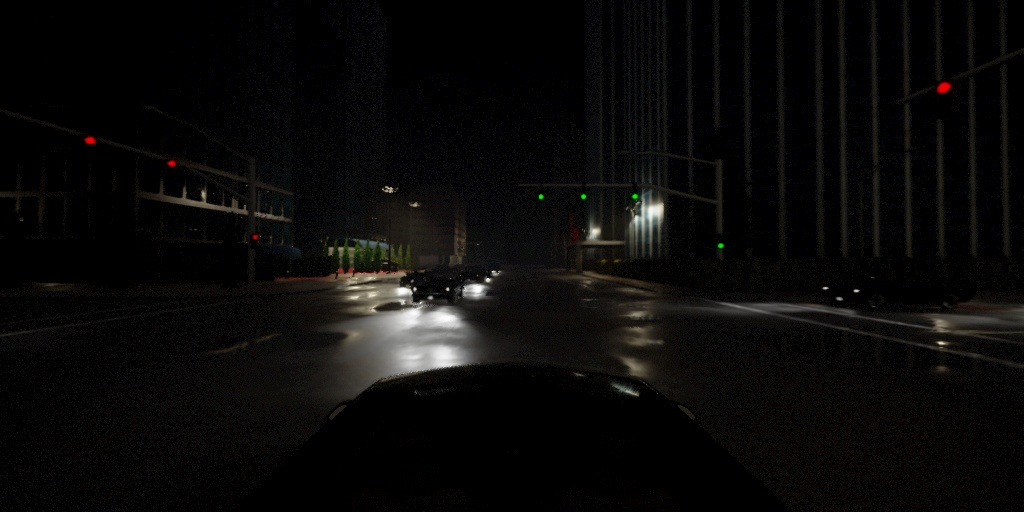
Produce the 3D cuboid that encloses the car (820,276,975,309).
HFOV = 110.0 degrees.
[{"bbox_3d":[15.969,1.485,15.080,4.718,1.301,1.895,0,-1,1],"label":"car"}]

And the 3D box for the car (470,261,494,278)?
[{"bbox_3d":[-3.431,1.709,41.614,1.882,1.535,5.008,0,-1,0],"label":"car"}]

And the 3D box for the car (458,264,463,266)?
[{"bbox_3d":[-6.948,1.833,47.417,1.812,1.442,4.674,0,0,1],"label":"car"}]

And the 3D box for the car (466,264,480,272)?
[{"bbox_3d":[-6.787,2.005,62.846,1.895,1.301,4.718,0,-1,0],"label":"car"}]

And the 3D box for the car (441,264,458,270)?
[{"bbox_3d":[-7.048,1.701,36.365,1.812,1.442,4.674,0,-1,1],"label":"car"}]

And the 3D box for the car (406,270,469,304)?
[{"bbox_3d":[-3.531,1.549,17.825,1.895,1.301,4.718,0,-1,0],"label":"car"}]

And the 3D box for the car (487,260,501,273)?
[{"bbox_3d":[-3.318,1.660,58.829,2.150,2.045,5.566,0,-1,0],"label":"car"}]

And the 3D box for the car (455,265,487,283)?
[{"bbox_3d":[-3.586,1.721,32.287,1.895,1.301,4.718,0,-1,0],"label":"car"}]

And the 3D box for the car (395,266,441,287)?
[{"bbox_3d":[-7.117,1.635,27.612,1.994,1.385,4.181,0,-1,0],"label":"car"}]
